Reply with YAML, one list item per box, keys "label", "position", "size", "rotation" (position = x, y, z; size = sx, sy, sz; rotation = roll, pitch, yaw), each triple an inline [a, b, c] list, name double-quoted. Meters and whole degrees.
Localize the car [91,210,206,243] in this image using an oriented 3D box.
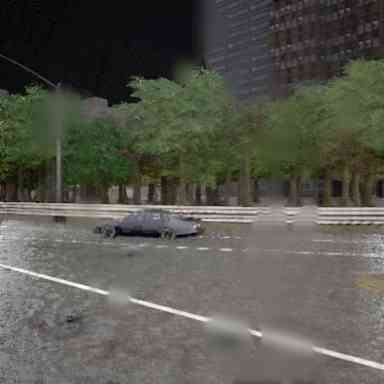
- label: "car"
  position: [-2.056, 1.565, 15.937]
  size: [5.357, 1.411, 2.033]
  rotation: [0, 0, 17]
